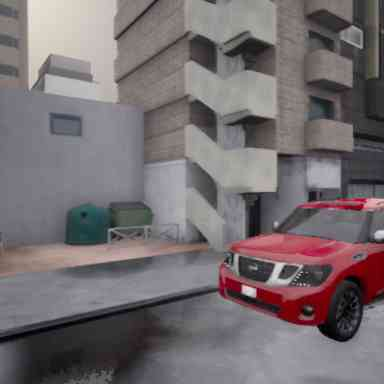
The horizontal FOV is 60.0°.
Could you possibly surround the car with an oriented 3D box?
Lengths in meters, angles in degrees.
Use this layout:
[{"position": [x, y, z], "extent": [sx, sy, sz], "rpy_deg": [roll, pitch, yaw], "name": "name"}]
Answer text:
[{"position": [3.135, 1.184, 6.818], "extent": [5.566, 2.045, 2.150], "rpy_deg": [0, 0, -36], "name": "car"}]
